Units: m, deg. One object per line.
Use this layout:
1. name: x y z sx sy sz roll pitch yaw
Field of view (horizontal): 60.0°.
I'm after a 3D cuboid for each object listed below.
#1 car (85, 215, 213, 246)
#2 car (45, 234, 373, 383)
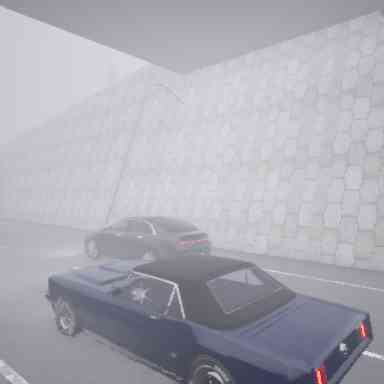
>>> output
1. car: -1.586 1.505 10.680 4.892 1.490 1.837 0 0 42
2. car: -0.225 1.601 4.788 4.718 1.301 1.895 0 0 42
